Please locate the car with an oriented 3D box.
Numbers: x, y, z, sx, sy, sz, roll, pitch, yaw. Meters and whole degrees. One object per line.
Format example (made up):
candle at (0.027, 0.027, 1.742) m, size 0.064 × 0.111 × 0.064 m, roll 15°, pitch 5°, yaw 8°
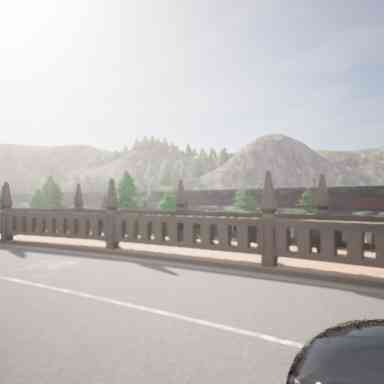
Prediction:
car at (2.963, 1.469, 1.737) m, size 4.902 × 1.511 × 2.128 m, roll -1°, pitch -1°, yaw 36°
